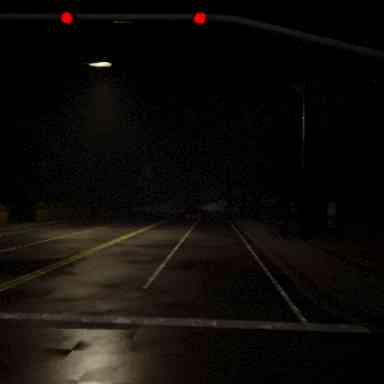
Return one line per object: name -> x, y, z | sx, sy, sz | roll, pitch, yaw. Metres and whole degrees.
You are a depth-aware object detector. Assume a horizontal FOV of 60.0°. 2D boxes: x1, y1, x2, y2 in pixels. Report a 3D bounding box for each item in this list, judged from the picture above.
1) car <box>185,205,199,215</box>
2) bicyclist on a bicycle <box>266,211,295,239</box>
car -> -0.047, 2.852, 52.110 | 2.128, 1.511, 4.902 | 1, -2, 4
bicyclist on a bicycle -> 5.125, 1.919, 19.256 | 1.656, 1.620, 0.582 | 1, -1, 4
